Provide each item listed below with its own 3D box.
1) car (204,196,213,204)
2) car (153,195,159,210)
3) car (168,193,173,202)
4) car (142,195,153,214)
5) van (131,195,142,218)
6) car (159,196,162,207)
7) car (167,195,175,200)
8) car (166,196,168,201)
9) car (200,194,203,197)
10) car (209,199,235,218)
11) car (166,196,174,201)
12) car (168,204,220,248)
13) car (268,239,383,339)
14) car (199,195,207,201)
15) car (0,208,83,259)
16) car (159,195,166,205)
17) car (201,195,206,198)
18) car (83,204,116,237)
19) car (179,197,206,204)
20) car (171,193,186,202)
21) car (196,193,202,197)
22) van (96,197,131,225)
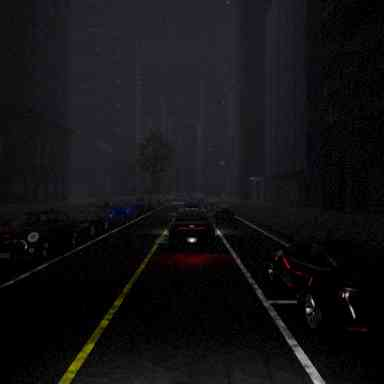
[{"bbox_3d":[2.762,1.552,40.633,2.008,1.369,4.403,0,0,0],"label":"car"},{"bbox_3d":[-5.763,1.316,40.627,2.192,1.841,5.009,0,0,0],"label":"car"},{"bbox_3d":[-5.764,1.542,80.198,1.752,1.417,4.829,0,0,0],"label":"car"},{"bbox_3d":[-5.763,1.315,34.949,2.192,1.841,5.009,0,0,0],"label":"car"},{"bbox_3d":[-5.763,1.340,29.271,1.690,1.788,3.998,0,0,0],"label":"van"},{"bbox_3d":[-5.763,1.568,46.304,1.947,1.339,4.313,0,0,0],"label":"car"},{"bbox_3d":[-5.764,1.607,91.723,1.802,1.307,4.206,0,0,0],"label":"car"},{"bbox_3d":[-5.763,1.556,57.658,2.008,1.369,4.403,0,0,0],"label":"car"},{"bbox_3d":[2.762,1.530,57.836,1.752,1.417,4.829,0,0,0],"label":"car"},{"bbox_3d":[2.762,1.581,29.278,1.802,1.307,4.206,0,0,0],"label":"car"},{"bbox_3d":[-5.764,1.603,86.046,1.802,1.307,4.206,0,0,0],"label":"car"},{"bbox_3d":[0.000,1.515,14.651,1.837,1.490,4.892,0,0,0],"label":"car"},{"bbox_3d":[2.762,1.564,6.567,1.947,1.339,4.313,0,0,0],"label":"car"},{"bbox_3d":[2.761,1.572,86.054,2.008,1.369,4.403,0,0,0],"label":"car"},{"bbox_3d":[-5.763,1.438,12.239,1.967,1.590,4.097,0,0,0],"label":"car"},{"bbox_3d":[-5.764,1.318,51.981,2.192,1.841,5.009,0,0,0],"label":"car"},{"bbox_3d":[2.762,1.585,51.988,1.802,1.307,4.206,0,0,0],"label":"car"},{"bbox_3d":[-5.763,1.549,17.916,2.008,1.369,4.403,0,0,0],"label":"car"},{"bbox_3d":[0.000,1.517,29.651,1.837,1.490,4.892,0,0,0],"label":"car"},{"bbox_3d":[-3.000,1.513,75.956,2.033,1.411,5.357,0,0,0],"label":"car"},{"bbox_3d":[2.360,1.488,70.077,1.882,1.535,5.008,0,0,0],"label":"car"},{"bbox_3d":[-5.763,1.340,23.594,1.690,1.788,3.998,0,0,0],"label":"van"}]
